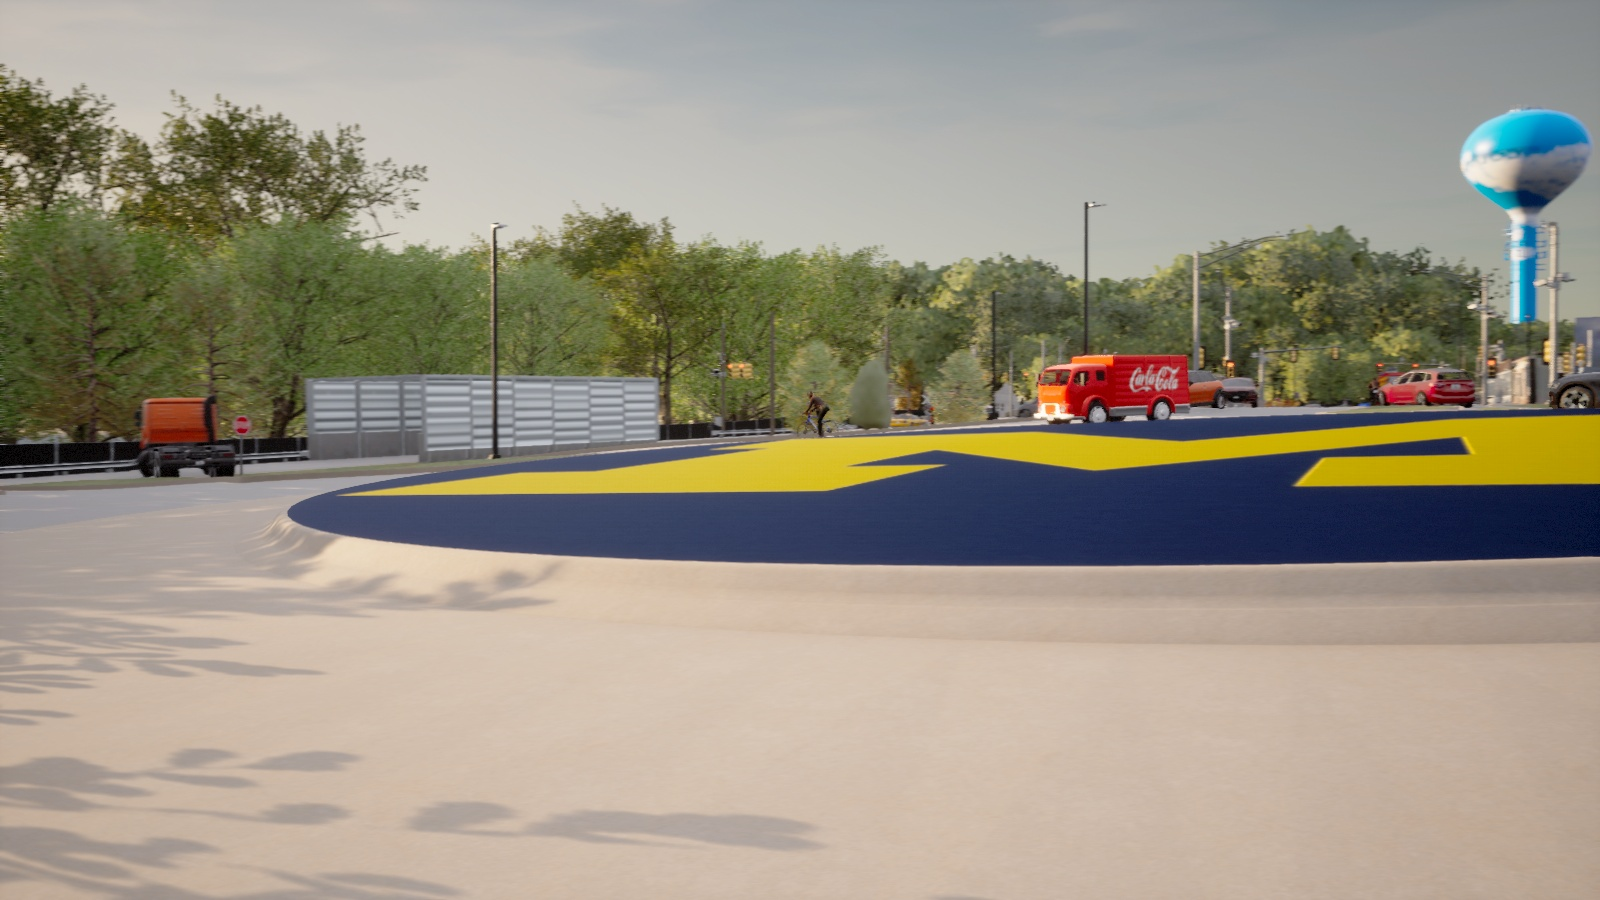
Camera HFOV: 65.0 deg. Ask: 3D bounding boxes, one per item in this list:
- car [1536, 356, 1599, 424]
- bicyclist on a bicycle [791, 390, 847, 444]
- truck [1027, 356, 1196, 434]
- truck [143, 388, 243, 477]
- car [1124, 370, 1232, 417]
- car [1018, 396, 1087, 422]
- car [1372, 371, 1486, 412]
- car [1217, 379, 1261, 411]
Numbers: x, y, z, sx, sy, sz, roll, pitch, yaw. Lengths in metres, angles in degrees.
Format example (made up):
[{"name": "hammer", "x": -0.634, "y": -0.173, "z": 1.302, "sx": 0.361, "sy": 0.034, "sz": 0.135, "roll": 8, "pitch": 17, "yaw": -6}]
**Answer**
[{"name": "car", "x": 21.185, "y": -1.489, "z": 30.929, "sx": 2.033, "sy": 1.649, "sz": 4.856, "roll": 0, "pitch": 1, "yaw": -32}, {"name": "bicyclist on a bicycle", "x": 0.595, "y": -1.032, "z": 39.781, "sx": 1.656, "sy": 1.620, "sz": 0.582, "roll": -3, "pitch": 2, "yaw": 37}, {"name": "truck", "x": 10.645, "y": -1.924, "z": 42.901, "sx": 5.204, "sy": 2.467, "sz": 2.627, "roll": -3, "pitch": 4, "yaw": -28}, {"name": "truck", "x": -25.466, "y": -0.775, "z": 52.502, "sx": 2.891, "sy": 3.462, "sz": 7.936, "roll": -2, "pitch": 2, "yaw": -32}, {"name": "car", "x": 15.904, "y": -2.392, "z": 52.737, "sx": 4.553, "sy": 1.767, "sz": 2.097, "roll": -5, "pitch": 5, "yaw": -38}, {"name": "car", "x": 17.279, "y": -2.797, "z": 85.951, "sx": 4.181, "sy": 1.385, "sz": 1.994, "roll": -4, "pitch": -1, "yaw": 26}, {"name": "car", "x": 27.123, "y": -2.530, "z": 54.359, "sx": 2.242, "sy": 1.667, "sz": 4.611, "roll": -1, "pitch": 3, "yaw": -6}, {"name": "car", "x": 21.890, "y": -2.713, "z": 62.491, "sx": 1.882, "sy": 1.535, "sz": 5.008, "roll": 1, "pitch": 2, "yaw": 21}]
